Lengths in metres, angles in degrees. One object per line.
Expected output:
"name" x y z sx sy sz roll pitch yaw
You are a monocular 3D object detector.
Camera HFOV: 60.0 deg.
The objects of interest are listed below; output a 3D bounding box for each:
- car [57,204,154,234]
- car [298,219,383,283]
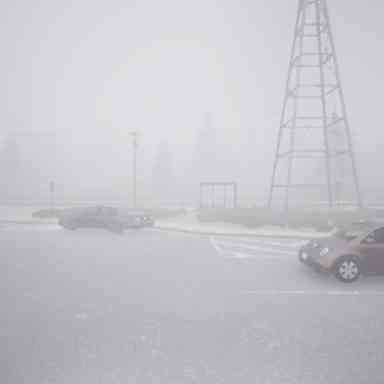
"car" -4.683 1.383 17.945 5.357 1.411 2.033 0 1 24
"car" 4.890 1.440 8.731 3.905 1.438 1.784 0 1 0
